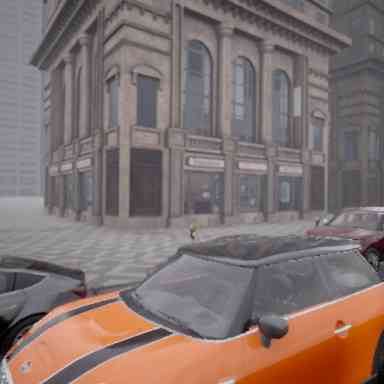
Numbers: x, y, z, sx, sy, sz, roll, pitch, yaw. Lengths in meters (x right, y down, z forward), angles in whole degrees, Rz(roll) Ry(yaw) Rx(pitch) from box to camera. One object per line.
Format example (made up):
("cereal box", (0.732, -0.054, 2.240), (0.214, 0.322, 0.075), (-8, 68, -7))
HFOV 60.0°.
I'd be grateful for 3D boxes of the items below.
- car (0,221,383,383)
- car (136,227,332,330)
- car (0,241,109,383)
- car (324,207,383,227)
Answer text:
("car", (0.426, 1.375, 3.685), (4.553, 1.767, 2.097), (1, 0, -36))
("car", (1.074, 1.631, 7.414), (4.206, 1.307, 1.802), (1, 0, -36))
("car", (-3.484, 1.561, 4.159), (4.313, 1.339, 1.947), (1, 0, -36))
("car", (5.636, 1.418, 10.669), (5.009, 1.841, 2.192), (1, 0, -36))
